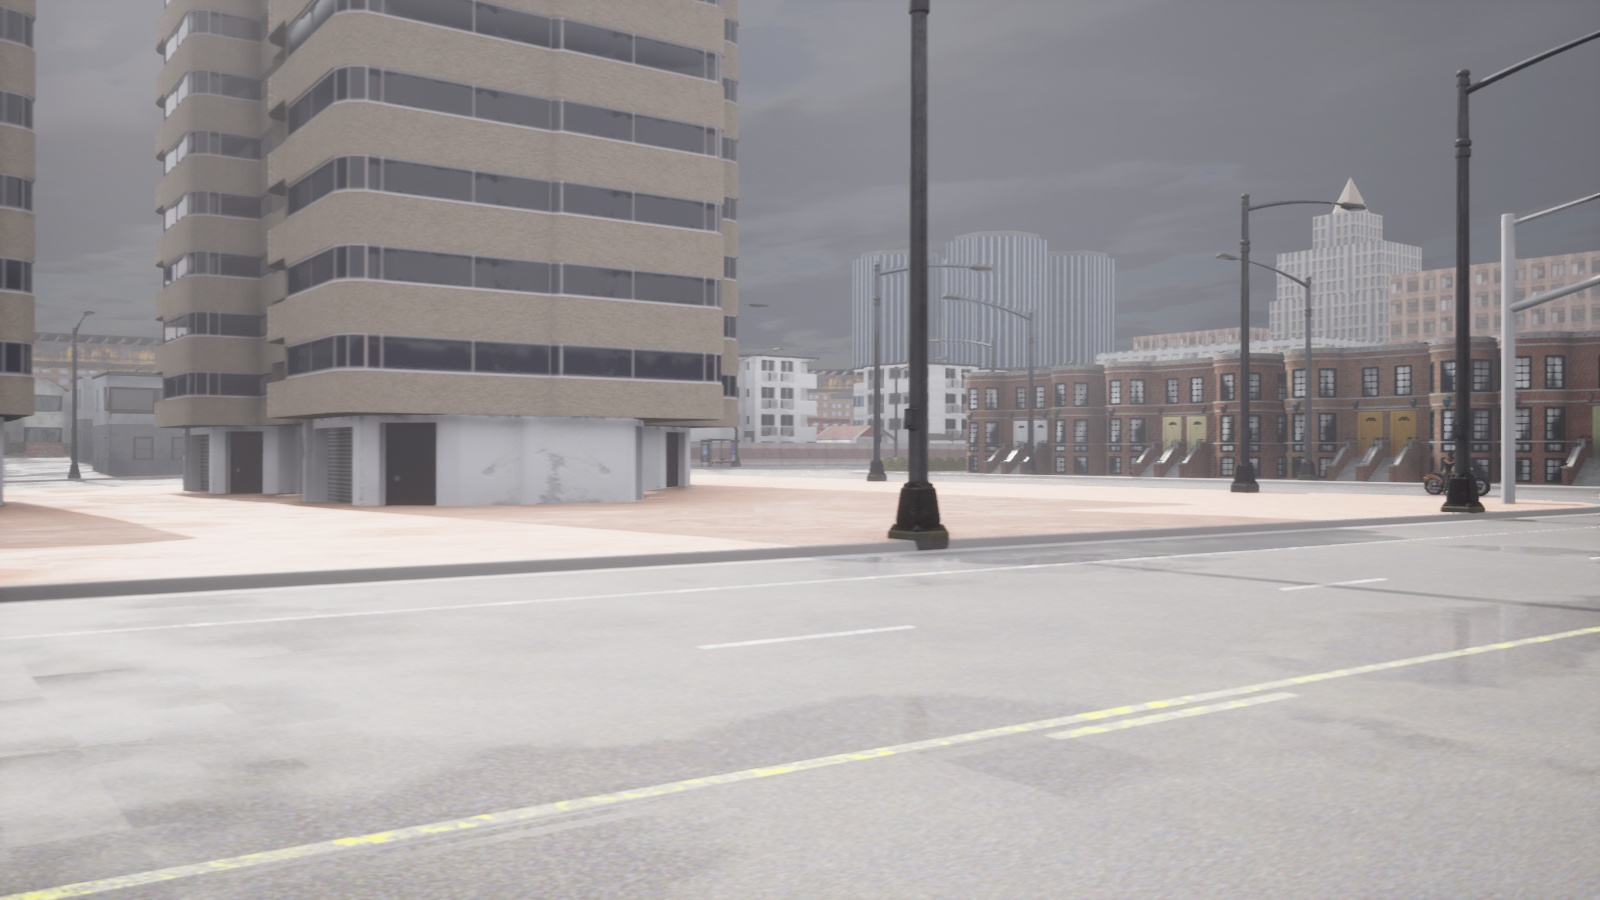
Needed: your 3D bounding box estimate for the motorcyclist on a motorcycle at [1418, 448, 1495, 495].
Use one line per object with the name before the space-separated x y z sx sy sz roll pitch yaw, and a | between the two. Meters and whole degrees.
motorcyclist on a motorcycle | 23.669 0.756 45.322 0.766 1.649 2.350 0 0 -35
